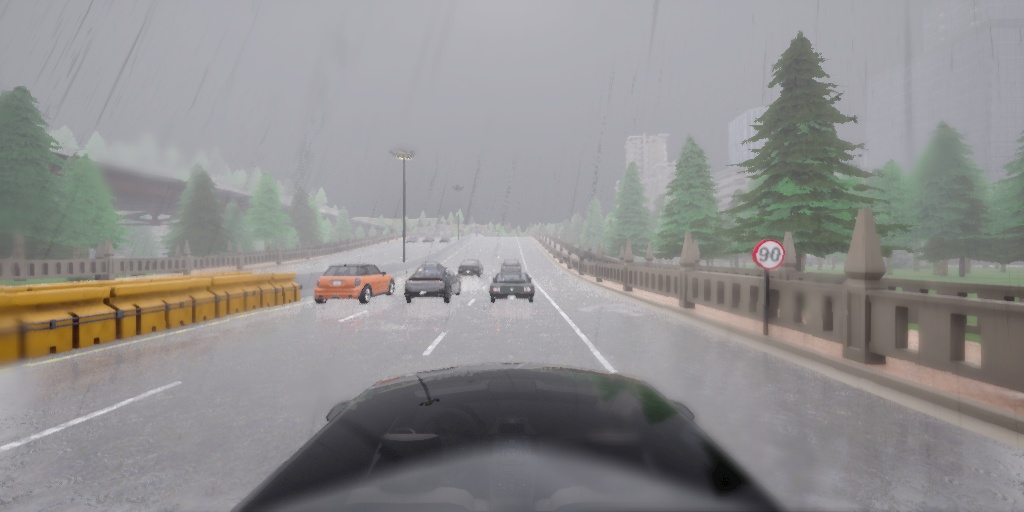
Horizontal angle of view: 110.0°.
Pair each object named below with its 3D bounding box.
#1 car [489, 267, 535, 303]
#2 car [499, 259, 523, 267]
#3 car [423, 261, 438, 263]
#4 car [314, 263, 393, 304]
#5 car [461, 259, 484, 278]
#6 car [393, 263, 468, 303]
[{"bbox_3d":[0.000,1.363,16.536,1.895,1.301,4.718,0,0,0],"label":"car"},{"bbox_3d":[-0.076,1.040,31.542,2.128,1.511,4.902,0,2,0],"label":"car"},{"bbox_3d":[-7.076,1.118,31.505,1.994,1.385,4.181,0,2,0],"label":"car"},{"bbox_3d":[-7.000,1.113,16.473,2.097,1.767,4.553,0,0,0],"label":"car"},{"bbox_3d":[-3.576,1.029,31.520,1.882,1.535,5.008,0,2,0],"label":"car"},{"bbox_3d":[-3.500,1.242,16.505,2.128,1.511,4.902,0,0,0],"label":"car"}]
